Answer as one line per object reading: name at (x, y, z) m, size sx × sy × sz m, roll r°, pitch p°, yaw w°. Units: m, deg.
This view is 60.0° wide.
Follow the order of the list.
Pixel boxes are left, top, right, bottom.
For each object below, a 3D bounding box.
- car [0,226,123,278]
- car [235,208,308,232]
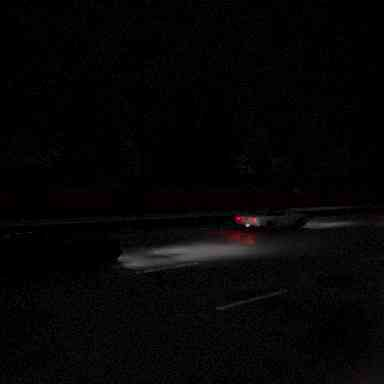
car at (-4.399, 1.601, 9.211) m, size 4.718 × 1.301 × 1.895 m, roll 0°, pitch 0°, yaw -36°
car at (4.962, 1.600, 20.300) m, size 4.718 × 1.301 × 1.895 m, roll 0°, pitch 0°, yaw -36°
